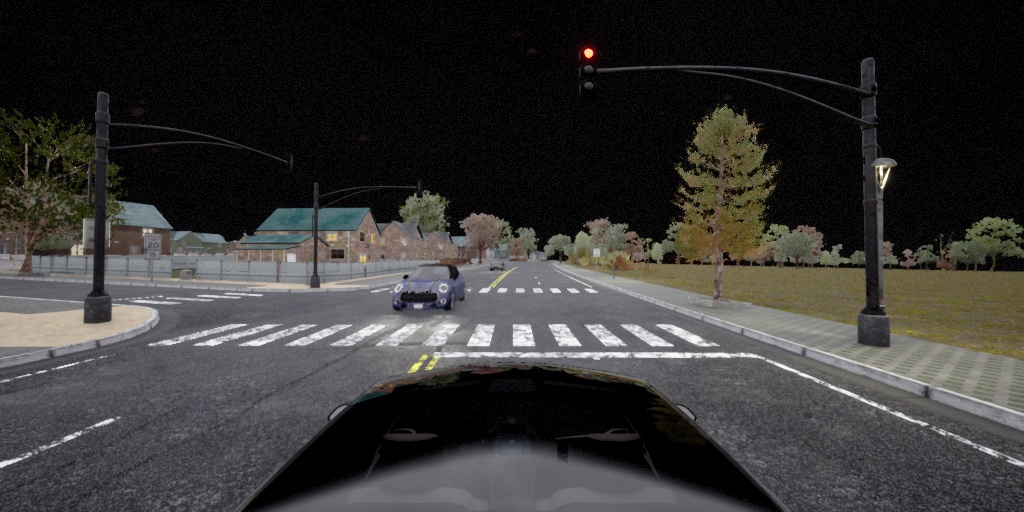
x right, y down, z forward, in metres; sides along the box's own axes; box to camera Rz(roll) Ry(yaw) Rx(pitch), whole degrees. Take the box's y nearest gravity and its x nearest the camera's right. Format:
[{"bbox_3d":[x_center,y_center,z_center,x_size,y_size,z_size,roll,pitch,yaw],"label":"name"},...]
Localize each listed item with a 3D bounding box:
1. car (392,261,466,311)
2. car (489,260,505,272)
[{"bbox_3d":[-3.130,1.108,14.348,2.097,1.767,4.553,0,0,1],"label":"car"},{"bbox_3d":[-1.958,1.340,48.275,1.837,1.490,4.892,0,0,3],"label":"car"}]
